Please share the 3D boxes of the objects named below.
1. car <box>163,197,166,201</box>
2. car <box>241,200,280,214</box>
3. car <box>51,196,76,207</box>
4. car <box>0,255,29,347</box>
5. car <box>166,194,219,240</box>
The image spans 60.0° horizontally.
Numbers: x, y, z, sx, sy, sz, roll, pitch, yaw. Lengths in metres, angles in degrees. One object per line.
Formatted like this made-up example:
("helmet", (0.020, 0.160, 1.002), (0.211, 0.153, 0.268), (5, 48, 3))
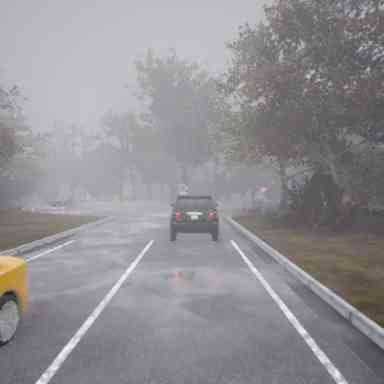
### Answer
("car", (-2.973, 1.139, 62.058), (4.892, 1.490, 1.837), (0, 0, -3))
("car", (7.293, 1.407, 32.794), (4.718, 1.301, 1.895), (0, 0, -25))
("car", (-17.640, 1.276, 45.882), (2.033, 1.411, 5.357), (0, 0, -2))
("car", (-3.597, 1.457, 3.386), (1.882, 1.535, 5.008), (0, 0, 0))
("car", (0.103, 1.123, 16.500), (2.150, 2.045, 5.566), (0, 0, 0))
